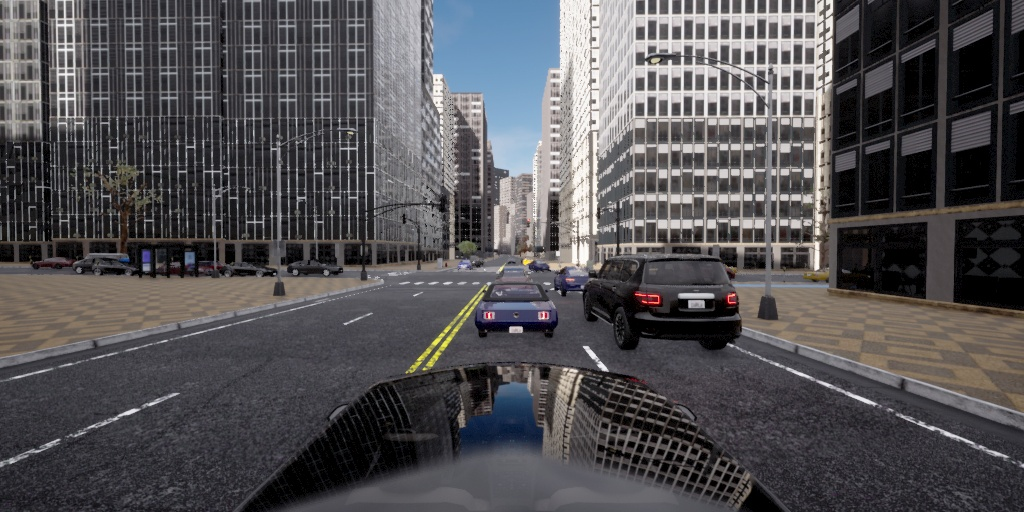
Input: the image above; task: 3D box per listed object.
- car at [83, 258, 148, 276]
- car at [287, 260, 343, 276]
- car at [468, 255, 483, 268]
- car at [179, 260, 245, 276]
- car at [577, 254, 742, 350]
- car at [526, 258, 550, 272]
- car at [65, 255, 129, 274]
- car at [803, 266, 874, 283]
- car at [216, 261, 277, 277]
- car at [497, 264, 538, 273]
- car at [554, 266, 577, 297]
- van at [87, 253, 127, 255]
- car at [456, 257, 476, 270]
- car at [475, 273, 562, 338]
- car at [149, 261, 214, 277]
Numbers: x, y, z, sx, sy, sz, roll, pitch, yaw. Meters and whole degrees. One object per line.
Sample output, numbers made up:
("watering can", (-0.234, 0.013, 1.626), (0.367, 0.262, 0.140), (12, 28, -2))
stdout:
("car", (-34.127, 1.069, 31.437), (4.313, 1.339, 1.948), (0, 0, 1))
("car", (-18.471, 1.108, 33.765), (4.892, 1.490, 1.837), (1, 1, 1))
("car", (-6.635, 0.925, 61.153), (2.150, 2.045, 5.566), (0, 0, 0))
("car", (-28.353, 1.114, 33.959), (4.718, 1.301, 1.895), (1, 1, 1))
("car", (3.343, 0.968, 9.204), (2.150, 2.045, 5.566), (0, 0, 0))
("car", (3.393, 1.239, 44.345), (1.812, 1.442, 4.674), (-1, 0, -9))
("car", (-38.791, 0.923, 34.166), (4.892, 1.490, 1.837), (1, 1, 1))
("car", (27.612, 1.578, 30.470), (4.829, 1.417, 1.751), (0, 0, 1))
("car", (-22.762, 1.174, 31.143), (4.313, 1.339, 1.948), (0, 0, 1))
("car", (0.084, 1.305, 18.903), (1.994, 1.385, 4.181), (0, 0, 0))
("car", (3.332, 1.267, 18.896), (1.812, 1.442, 4.674), (0, 0, 0))
("van", (-45.327, 0.605, 40.086), (3.998, 1.789, 1.690), (0, 0, 1))
("car", (-6.640, 1.241, 51.190), (1.812, 1.442, 4.674), (0, 0, -2))
("car", (0.093, 1.347, 10.166), (1.895, 1.301, 4.718), (0, 0, 0))
("car", (-28.446, 1.138, 31.270), (4.207, 1.307, 1.802), (0, 0, 1))
